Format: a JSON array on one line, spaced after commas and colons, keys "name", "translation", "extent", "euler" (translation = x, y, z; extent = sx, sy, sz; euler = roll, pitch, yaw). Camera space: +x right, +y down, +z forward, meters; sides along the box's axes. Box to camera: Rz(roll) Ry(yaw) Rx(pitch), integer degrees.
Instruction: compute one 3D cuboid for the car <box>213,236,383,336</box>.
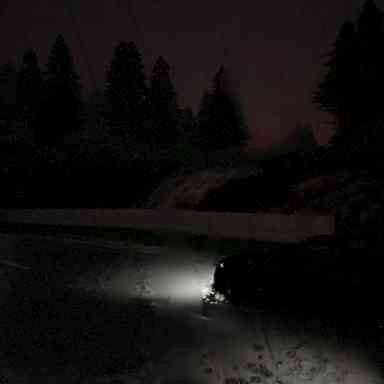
[{"name": "car", "translation": [2.503, 1.582, 6.605], "extent": [4.181, 1.385, 1.994], "euler": [0, 0, 37]}]
